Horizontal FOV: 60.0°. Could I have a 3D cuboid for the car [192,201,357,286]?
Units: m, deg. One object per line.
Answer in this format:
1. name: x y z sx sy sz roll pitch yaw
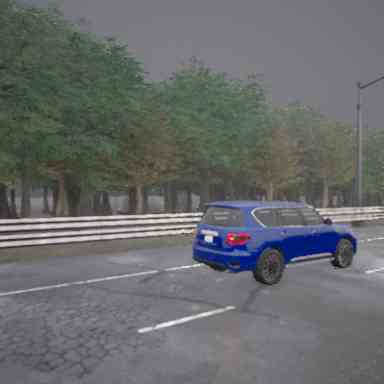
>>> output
1. car: 2.602 1.293 9.900 5.566 2.045 2.150 1 0 -36
